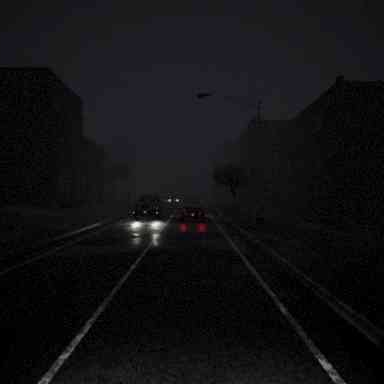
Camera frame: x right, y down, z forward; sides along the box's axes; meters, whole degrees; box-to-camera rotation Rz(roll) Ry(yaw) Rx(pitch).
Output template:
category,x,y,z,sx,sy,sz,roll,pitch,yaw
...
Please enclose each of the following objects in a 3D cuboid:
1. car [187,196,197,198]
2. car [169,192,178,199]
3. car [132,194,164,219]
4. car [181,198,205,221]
category,x,y,z,sx,sy,sz,roll,pitch,yaw
car,0.013,1.278,44.223,2.128,1.511,4.902,0,1,0
car,-3.874,0.719,69.750,1.882,1.535,5.008,0,1,-2
car,-3.632,1.170,28.457,2.150,2.045,5.566,0,0,0
car,0.046,1.482,26.974,1.812,1.442,4.674,0,0,0
